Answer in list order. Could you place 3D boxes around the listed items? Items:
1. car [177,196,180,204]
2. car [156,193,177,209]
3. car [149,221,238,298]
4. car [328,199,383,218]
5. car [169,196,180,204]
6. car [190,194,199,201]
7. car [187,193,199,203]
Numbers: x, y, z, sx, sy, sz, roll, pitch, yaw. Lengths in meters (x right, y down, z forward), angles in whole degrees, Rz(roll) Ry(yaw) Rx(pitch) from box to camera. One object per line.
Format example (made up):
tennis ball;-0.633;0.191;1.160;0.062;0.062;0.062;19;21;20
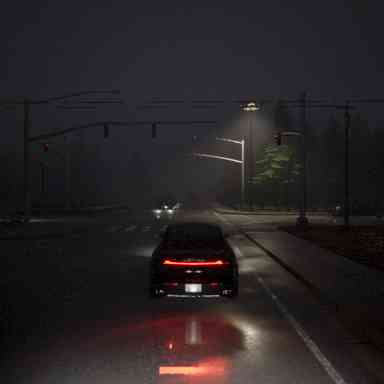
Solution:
car;-3.561;1.564;55.841;1.994;1.385;4.181;0;0;0
car;-3.594;1.223;45.579;2.150;2.045;5.566;0;0;0
car;0.048;1.501;8.502;1.837;1.490;4.892;0;0;1
car;14.588;1.379;29.638;4.553;1.767;2.097;0;0;1
car;-3.419;1.505;65.911;1.837;1.490;4.892;0;0;1
car;0.574;1.355;80.928;2.097;1.767;4.553;0;0;2
car;0.232;1.222;67.182;2.150;2.045;5.566;0;0;2
